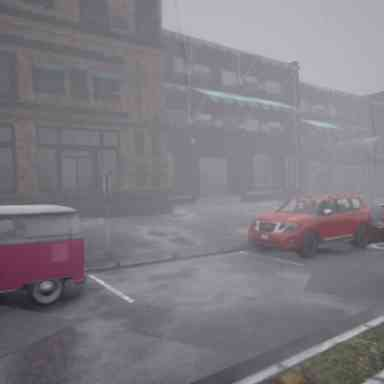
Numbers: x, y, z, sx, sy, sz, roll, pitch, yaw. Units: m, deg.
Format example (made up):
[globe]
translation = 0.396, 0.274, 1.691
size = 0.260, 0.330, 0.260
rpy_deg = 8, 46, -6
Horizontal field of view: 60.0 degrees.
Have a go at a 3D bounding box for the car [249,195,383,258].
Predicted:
[car]
translation = 4.704, 1.143, 12.783
size = 5.566, 2.045, 2.435
rpy_deg = -1, 0, -35

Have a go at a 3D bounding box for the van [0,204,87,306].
[van]
translation = -4.434, 1.261, 6.342
size = 4.442, 1.987, 1.878
rpy_deg = -1, 0, -35
